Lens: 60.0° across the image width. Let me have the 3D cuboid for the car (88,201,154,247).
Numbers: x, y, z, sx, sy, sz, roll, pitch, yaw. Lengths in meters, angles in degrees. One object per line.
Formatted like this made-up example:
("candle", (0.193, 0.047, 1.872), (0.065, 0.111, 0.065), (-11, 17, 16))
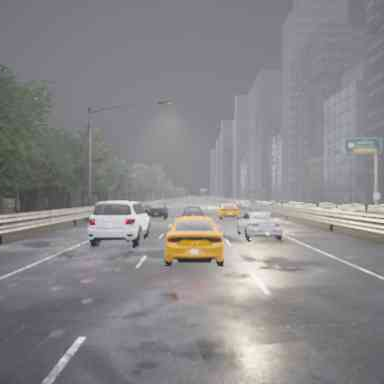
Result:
("car", (-3.403, 1.446, 16.352), (2.150, 2.045, 5.566), (0, -1, 0))

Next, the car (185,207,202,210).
("car", (0.094, 1.928, 27.671), (2.033, 1.411, 5.357), (0, -1, 0))

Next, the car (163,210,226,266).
("car", (0.085, 1.646, 12.261), (1.882, 1.535, 5.008), (0, -1, 0))

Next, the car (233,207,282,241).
("car", (3.590, 1.775, 18.152), (1.812, 1.442, 4.674), (0, -1, 0))

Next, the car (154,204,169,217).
("car", (-3.395, 1.947, 34.036), (1.882, 1.535, 5.008), (0, -1, 0))

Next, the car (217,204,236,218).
("car", (3.605, 1.947, 34.038), (1.882, 1.535, 5.008), (0, -1, 0))
